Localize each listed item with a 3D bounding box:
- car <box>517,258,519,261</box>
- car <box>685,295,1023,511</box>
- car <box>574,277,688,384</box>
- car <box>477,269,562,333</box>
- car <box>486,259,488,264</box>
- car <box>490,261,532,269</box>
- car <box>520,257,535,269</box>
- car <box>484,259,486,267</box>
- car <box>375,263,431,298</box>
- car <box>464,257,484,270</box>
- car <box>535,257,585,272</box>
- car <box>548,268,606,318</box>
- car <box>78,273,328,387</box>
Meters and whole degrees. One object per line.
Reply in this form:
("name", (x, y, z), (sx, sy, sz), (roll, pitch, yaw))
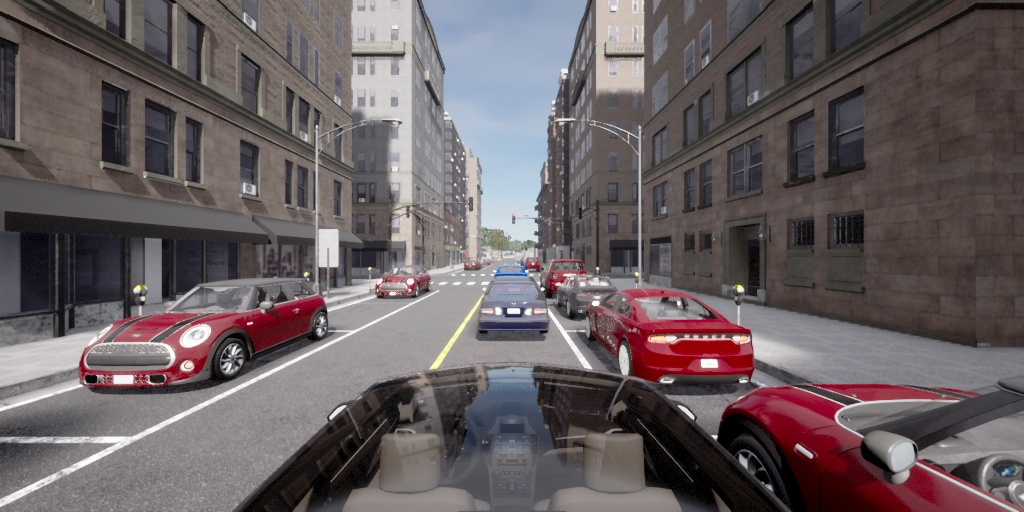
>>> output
("car", (2.456, 1.060, 61.934), (2.192, 1.841, 5.009), (0, 0, 0))
("car", (2.642, 1.190, 1.321), (1.967, 1.591, 4.097), (0, 0, 0))
("car", (2.620, 1.295, 7.003), (1.888, 1.381, 4.507), (0, 0, 0))
("car", (0.044, 1.297, 10.658), (2.033, 1.411, 5.357), (0, 0, 0))
("car", (-5.646, 1.295, 61.902), (2.007, 1.370, 4.403), (0, 0, 0))
("car", (-0.070, 1.227, 20.477), (1.882, 1.535, 5.008), (0, 0, 0))
("car", (2.533, 1.062, 45.423), (2.192, 1.841, 5.009), (0, 0, 0))
("car", (-5.626, 1.311, 56.398), (1.948, 1.339, 4.313), (0, 0, 0))
("car", (-5.450, 1.189, 18.335), (1.967, 1.591, 4.097), (0, 0, 0))
("car", (-5.607, 1.061, 50.894), (2.192, 1.841, 5.009), (0, 0, 0))
("car", (2.575, 1.064, 18.367), (2.192, 1.841, 5.009), (0, 0, 0))
("car", (2.597, 1.300, 12.685), (2.007, 1.370, 4.403), (0, 0, 0))
("car", (-5.405, 1.190, 6.971), (1.967, 1.591, 4.097), (0, 0, 0))
